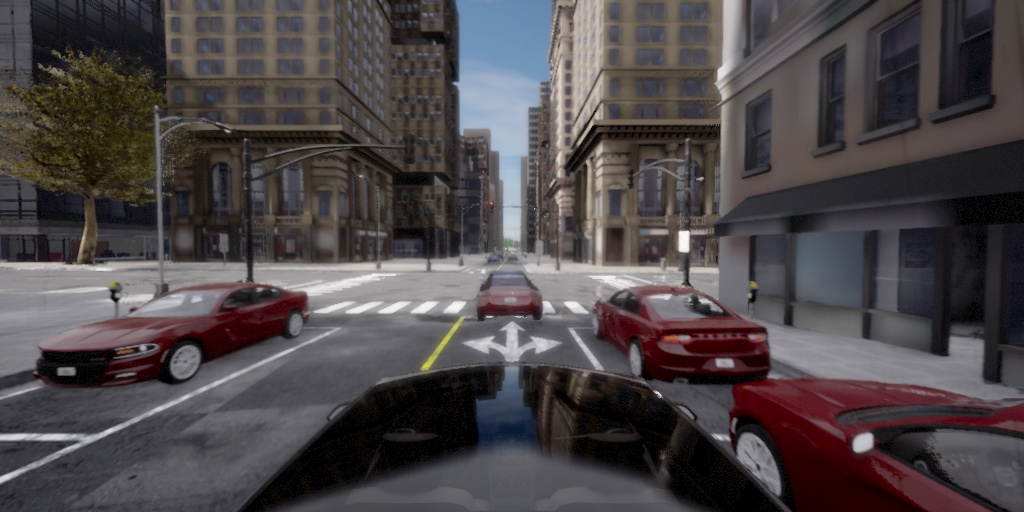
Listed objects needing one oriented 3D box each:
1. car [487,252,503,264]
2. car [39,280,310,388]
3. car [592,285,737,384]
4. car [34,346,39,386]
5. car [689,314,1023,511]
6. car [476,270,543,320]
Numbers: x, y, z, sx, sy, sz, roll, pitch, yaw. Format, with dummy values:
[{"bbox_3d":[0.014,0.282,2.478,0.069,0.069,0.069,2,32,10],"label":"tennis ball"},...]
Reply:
[{"bbox_3d":[-2.938,0.461,57.239,2.033,1.411,5.357,0,1,1],"label":"car"},{"bbox_3d":[-5.758,1.216,6.895,1.888,1.381,4.507,0,0,0],"label":"car"},{"bbox_3d":[2.768,1.217,6.885,1.888,1.381,4.507,0,0,0],"label":"car"},{"bbox_3d":[-5.764,1.305,1.390,2.007,1.370,4.403,0,0,0],"label":"car"},{"bbox_3d":[2.762,1.300,1.380,1.888,1.381,4.507,0,0,0],"label":"car"},{"bbox_3d":[-0.178,1.159,11.995,1.994,1.385,4.181,0,1,-4],"label":"car"}]
